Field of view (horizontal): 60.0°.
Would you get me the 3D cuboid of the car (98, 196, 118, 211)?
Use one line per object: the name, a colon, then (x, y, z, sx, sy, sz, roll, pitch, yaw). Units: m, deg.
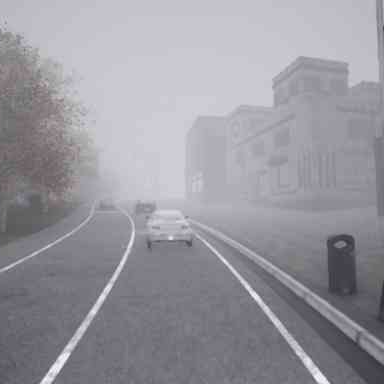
car: (-9.489, 1.281, 37.349, 1.837, 1.490, 4.892, 1, 0, -16)

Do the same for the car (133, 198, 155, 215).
car: (-4.641, 1.372, 32.413, 1.882, 1.535, 5.008, 1, 0, -14)

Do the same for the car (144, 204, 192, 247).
car: (-1.095, 1.499, 14.877, 1.812, 1.442, 4.674, 1, 0, -7)
